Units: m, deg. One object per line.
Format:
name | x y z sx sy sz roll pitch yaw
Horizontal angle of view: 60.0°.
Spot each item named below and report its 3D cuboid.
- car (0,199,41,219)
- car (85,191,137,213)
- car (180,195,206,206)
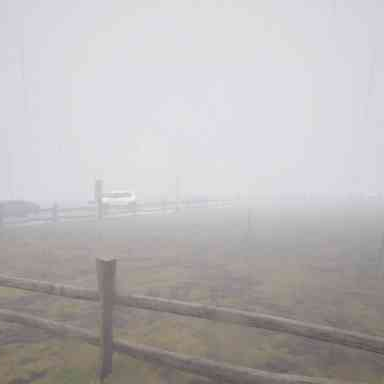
car | -13.975 1.340 25.094 1.837 1.490 4.892 1 1 36
car | -7.988 0.936 33.380 2.150 2.045 5.566 1 1 36
car | 0.192 1.114 44.707 1.994 1.385 4.181 1 1 35
